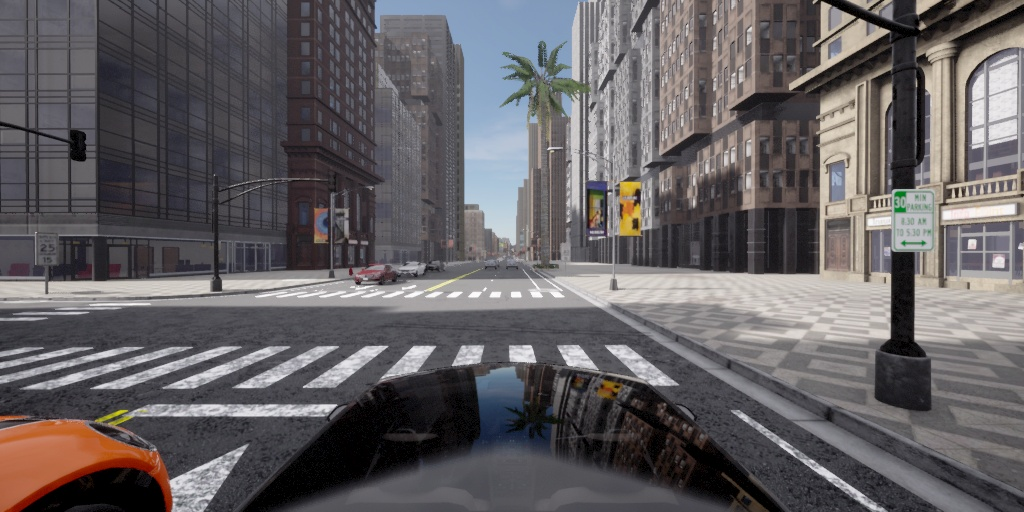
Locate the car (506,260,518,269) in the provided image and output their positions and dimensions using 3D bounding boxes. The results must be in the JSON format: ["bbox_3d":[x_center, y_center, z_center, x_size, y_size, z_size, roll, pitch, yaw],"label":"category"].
[{"bbox_3d":[0.011,1.335,55.777,2.033,1.411,5.357,0,0,0],"label":"car"}]

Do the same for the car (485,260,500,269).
[{"bbox_3d":[-3.239,1.335,55.777,2.033,1.411,5.357,0,0,0],"label":"car"}]

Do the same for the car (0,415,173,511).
[{"bbox_3d":[-3.150,1.102,0.298,2.097,1.767,4.553,0,0,0],"label":"car"}]

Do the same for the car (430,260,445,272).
[{"bbox_3d":[-9.836,1.277,45.897,1.837,1.490,4.892,0,0,0],"label":"car"}]

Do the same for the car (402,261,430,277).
[{"bbox_3d":[-9.841,1.286,35.308,1.812,1.442,4.674,0,0,0],"label":"car"}]

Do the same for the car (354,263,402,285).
[{"bbox_3d":[-9.847,1.281,26.317,1.812,1.442,4.674,0,0,-1],"label":"car"}]
